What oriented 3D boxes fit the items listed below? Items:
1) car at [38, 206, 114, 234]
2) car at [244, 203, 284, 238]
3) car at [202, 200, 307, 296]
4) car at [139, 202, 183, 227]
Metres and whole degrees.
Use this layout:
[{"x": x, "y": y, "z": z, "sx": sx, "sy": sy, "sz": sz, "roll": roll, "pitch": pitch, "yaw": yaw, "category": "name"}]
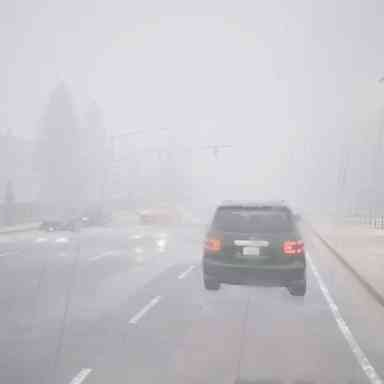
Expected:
[{"x": -6.621, "y": 1.540, "z": 19.751, "sx": 2.033, "sy": 1.411, "sz": 5.357, "roll": 0, "pitch": 0, "yaw": 15, "category": "car"}, {"x": 4.118, "y": 1.456, "z": 18.708, "sx": 1.882, "sy": 1.535, "sz": 5.008, "roll": 0, "pitch": 0, "yaw": 14, "category": "car"}, {"x": 1.723, "y": 1.212, "z": 8.920, "sx": 2.150, "sy": 2.045, "sz": 5.566, "roll": 0, "pitch": 0, "yaw": 13, "category": "car"}, {"x": -2.087, "y": 1.461, "z": 23.277, "sx": 1.882, "sy": 1.535, "sz": 5.008, "roll": 0, "pitch": 0, "yaw": 14, "category": "car"}]
